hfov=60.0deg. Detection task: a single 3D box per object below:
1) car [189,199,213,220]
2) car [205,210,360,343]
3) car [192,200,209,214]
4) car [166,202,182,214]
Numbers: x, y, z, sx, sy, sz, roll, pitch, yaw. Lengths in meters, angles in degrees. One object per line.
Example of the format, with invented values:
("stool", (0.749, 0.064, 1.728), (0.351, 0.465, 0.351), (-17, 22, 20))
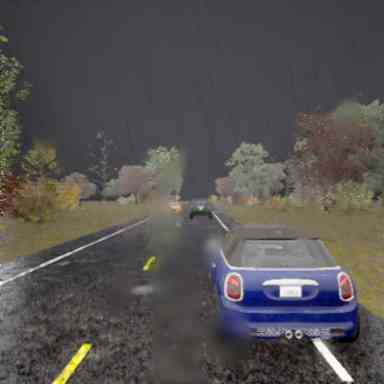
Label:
("car", (0.910, 1.670, 33.402), (2.150, 2.045, 5.566), (0, -1, 2))
("car", (1.425, 1.427, 6.753), (2.097, 1.767, 4.553), (0, -1, 1))
("car", (1.142, 1.966, 44.199), (2.097, 1.767, 4.553), (0, -1, 2))
("car", (-2.397, 2.118, 44.167), (1.882, 1.535, 5.008), (0, -1, 1))
